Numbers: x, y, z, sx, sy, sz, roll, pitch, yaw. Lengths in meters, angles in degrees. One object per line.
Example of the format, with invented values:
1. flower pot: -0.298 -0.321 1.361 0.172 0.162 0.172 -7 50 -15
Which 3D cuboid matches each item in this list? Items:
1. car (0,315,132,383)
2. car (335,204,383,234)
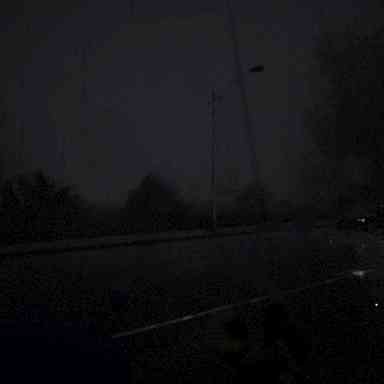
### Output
1. car: -2.733 1.475 1.764 5.008 1.535 1.882 0 0 -36
2. car: 10.414 1.485 19.456 5.008 1.535 1.882 0 0 -33
